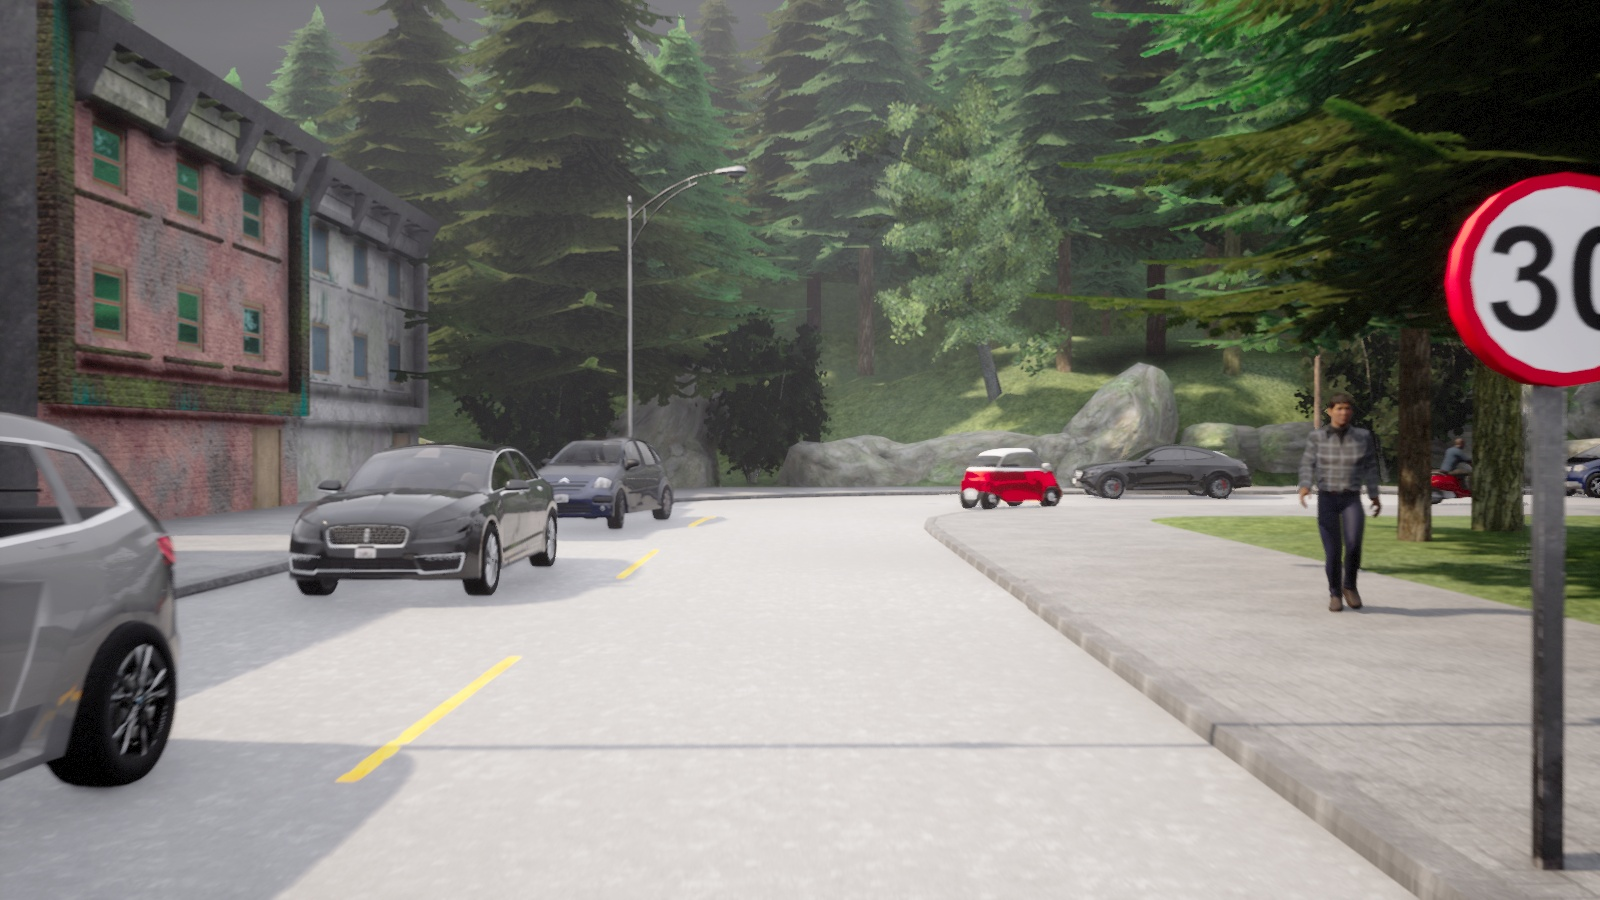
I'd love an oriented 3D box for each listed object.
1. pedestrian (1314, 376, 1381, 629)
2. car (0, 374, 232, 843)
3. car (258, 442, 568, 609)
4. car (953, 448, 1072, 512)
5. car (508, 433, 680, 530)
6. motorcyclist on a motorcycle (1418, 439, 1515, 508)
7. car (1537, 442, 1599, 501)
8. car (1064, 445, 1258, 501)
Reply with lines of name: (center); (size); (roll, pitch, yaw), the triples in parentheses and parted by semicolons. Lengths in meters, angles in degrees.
pedestrian: (4.393, 0.403, 10.104); (0.423, 1.949, 0.788); (0, 0, 19)
car: (-3.964, 0.565, 3.974); (2.242, 1.667, 4.611); (0, 0, 0)
car: (-3.915, 0.672, 13.676); (1.837, 1.490, 4.892); (0, 0, 0)
car: (4.812, 0.646, 28.436); (2.207, 1.376, 1.481); (0, 0, -30)
car: (-3.669, 0.512, 23.117); (1.851, 1.617, 3.988); (0, 0, 11)
motorcyclist on a motorcycle: (15.717, 0.545, 29.650); (1.817, 1.590, 0.866); (0, 0, 0)
car: (22.144, 0.553, 33.668); (3.705, 1.549, 1.789); (0, 0, 0)
car: (9.606, 0.590, 33.642); (4.674, 1.442, 1.812); (0, 0, -1)
